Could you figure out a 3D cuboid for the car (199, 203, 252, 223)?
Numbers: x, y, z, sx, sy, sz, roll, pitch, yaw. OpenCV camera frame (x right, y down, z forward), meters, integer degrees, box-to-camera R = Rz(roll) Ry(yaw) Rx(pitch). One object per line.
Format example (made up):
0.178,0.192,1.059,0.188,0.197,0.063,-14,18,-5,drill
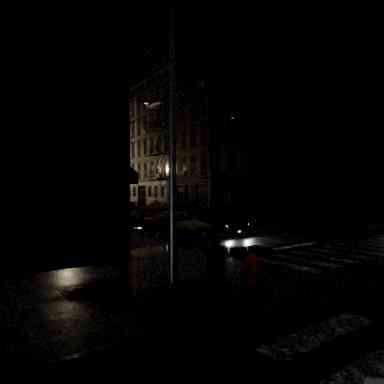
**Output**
2.510,1.578,25.875,1.802,1.307,4.206,0,0,-35,car

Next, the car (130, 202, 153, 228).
-4.032,1.584,21.227,2.008,1.369,4.403,0,0,-35,car

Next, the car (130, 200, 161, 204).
-4.826,1.517,26.719,2.128,1.511,4.902,0,0,-35,car

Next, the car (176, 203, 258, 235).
0.930,1.565,18.678,2.033,1.411,5.357,0,0,-32,car

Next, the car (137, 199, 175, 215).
-3.868,1.529,34.831,1.752,1.417,4.829,0,0,-35,car

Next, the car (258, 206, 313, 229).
5.650,1.558,21.466,1.947,1.339,4.313,0,0,-35,car

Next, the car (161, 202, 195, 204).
-0.629,1.566,30.284,1.947,1.339,4.313,0,0,-35,car

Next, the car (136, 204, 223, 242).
-0.794,1.555,16.679,1.752,1.417,4.829,0,0,-35,car
